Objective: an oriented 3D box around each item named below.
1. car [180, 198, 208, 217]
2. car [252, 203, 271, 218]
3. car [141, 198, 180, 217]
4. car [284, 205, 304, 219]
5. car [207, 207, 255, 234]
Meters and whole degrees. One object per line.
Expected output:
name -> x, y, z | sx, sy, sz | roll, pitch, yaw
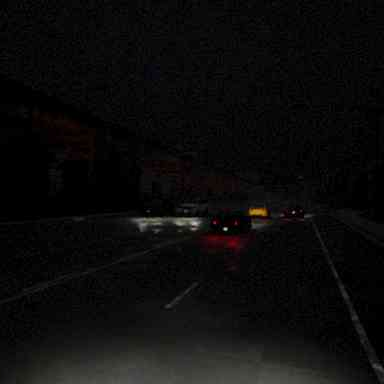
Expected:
car -> 0.229, 1.692, 37.110 | 2.150, 2.045, 5.566 | 0, -1, 19
car -> 7.377, 1.975, 35.915 | 1.882, 1.535, 5.008 | 0, -1, 18
car -> -3.602, 1.661, 36.692 | 2.150, 2.045, 5.566 | 0, -1, 19
car -> 10.973, 2.080, 35.670 | 1.994, 1.385, 4.181 | 0, -1, 19
car -> 2.663, 1.889, 21.584 | 1.895, 1.301, 4.718 | 0, -1, 18
